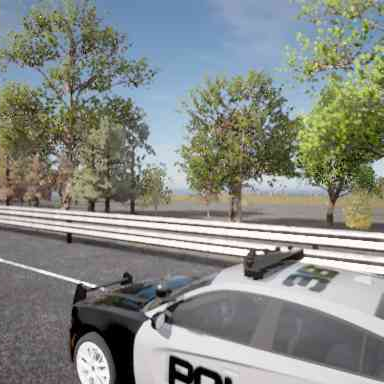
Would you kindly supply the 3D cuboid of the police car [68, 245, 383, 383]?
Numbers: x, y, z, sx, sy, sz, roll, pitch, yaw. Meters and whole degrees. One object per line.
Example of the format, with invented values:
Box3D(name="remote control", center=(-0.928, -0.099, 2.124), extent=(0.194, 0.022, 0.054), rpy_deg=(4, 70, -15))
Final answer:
Box3D(name="police car", center=(0.698, 1.415, 3.382), extent=(5.238, 1.638, 1.930), rpy_deg=(1, 0, 36))
